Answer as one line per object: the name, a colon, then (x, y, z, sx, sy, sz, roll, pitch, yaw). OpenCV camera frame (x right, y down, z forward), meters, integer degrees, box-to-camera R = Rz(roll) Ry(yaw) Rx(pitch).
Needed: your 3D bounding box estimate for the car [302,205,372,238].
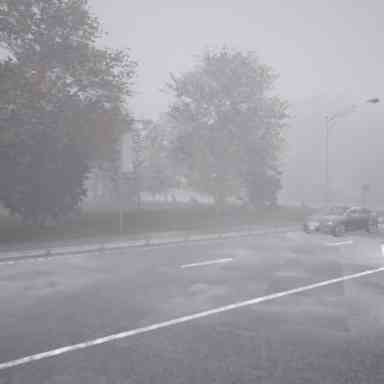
car: (7.927, 1.483, 17.653, 4.902, 1.511, 2.128, 0, 0, -33)

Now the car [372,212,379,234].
car: (10.815, 1.485, 15.356, 4.902, 1.511, 2.128, 0, 0, -33)

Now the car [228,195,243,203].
car: (7.656, 1.083, 61.794, 2.150, 2.045, 5.566, 0, 0, -35)
